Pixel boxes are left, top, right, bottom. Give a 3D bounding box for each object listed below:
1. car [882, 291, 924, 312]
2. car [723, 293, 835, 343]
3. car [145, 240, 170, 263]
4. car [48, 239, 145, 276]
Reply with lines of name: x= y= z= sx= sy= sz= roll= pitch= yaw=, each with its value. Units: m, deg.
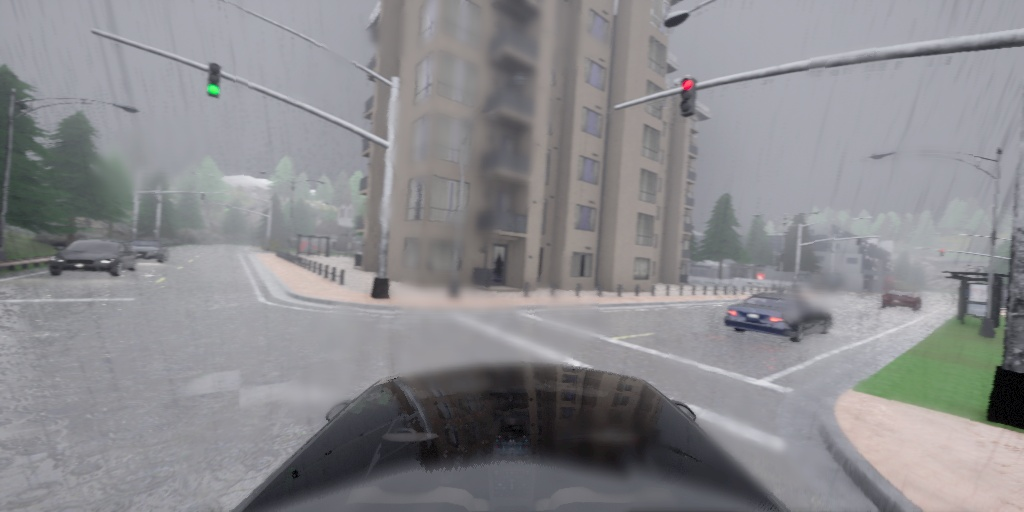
car: x=31.448 y=3.548 z=28.852 sx=5.008 sy=1.535 sz=1.882 roll=4 pitch=0 yaw=-37
car: x=9.240 y=2.009 z=12.276 sx=5.357 sy=1.411 sz=2.033 roll=4 pitch=0 yaw=-37
car: x=-24.001 y=-0.343 z=23.519 sx=1.994 sy=1.385 sz=4.181 roll=4 pitch=0 yaw=-37
car: x=-18.018 y=0.010 z=15.676 sx=1.837 sy=1.490 sz=4.892 roll=4 pitch=0 yaw=-37
